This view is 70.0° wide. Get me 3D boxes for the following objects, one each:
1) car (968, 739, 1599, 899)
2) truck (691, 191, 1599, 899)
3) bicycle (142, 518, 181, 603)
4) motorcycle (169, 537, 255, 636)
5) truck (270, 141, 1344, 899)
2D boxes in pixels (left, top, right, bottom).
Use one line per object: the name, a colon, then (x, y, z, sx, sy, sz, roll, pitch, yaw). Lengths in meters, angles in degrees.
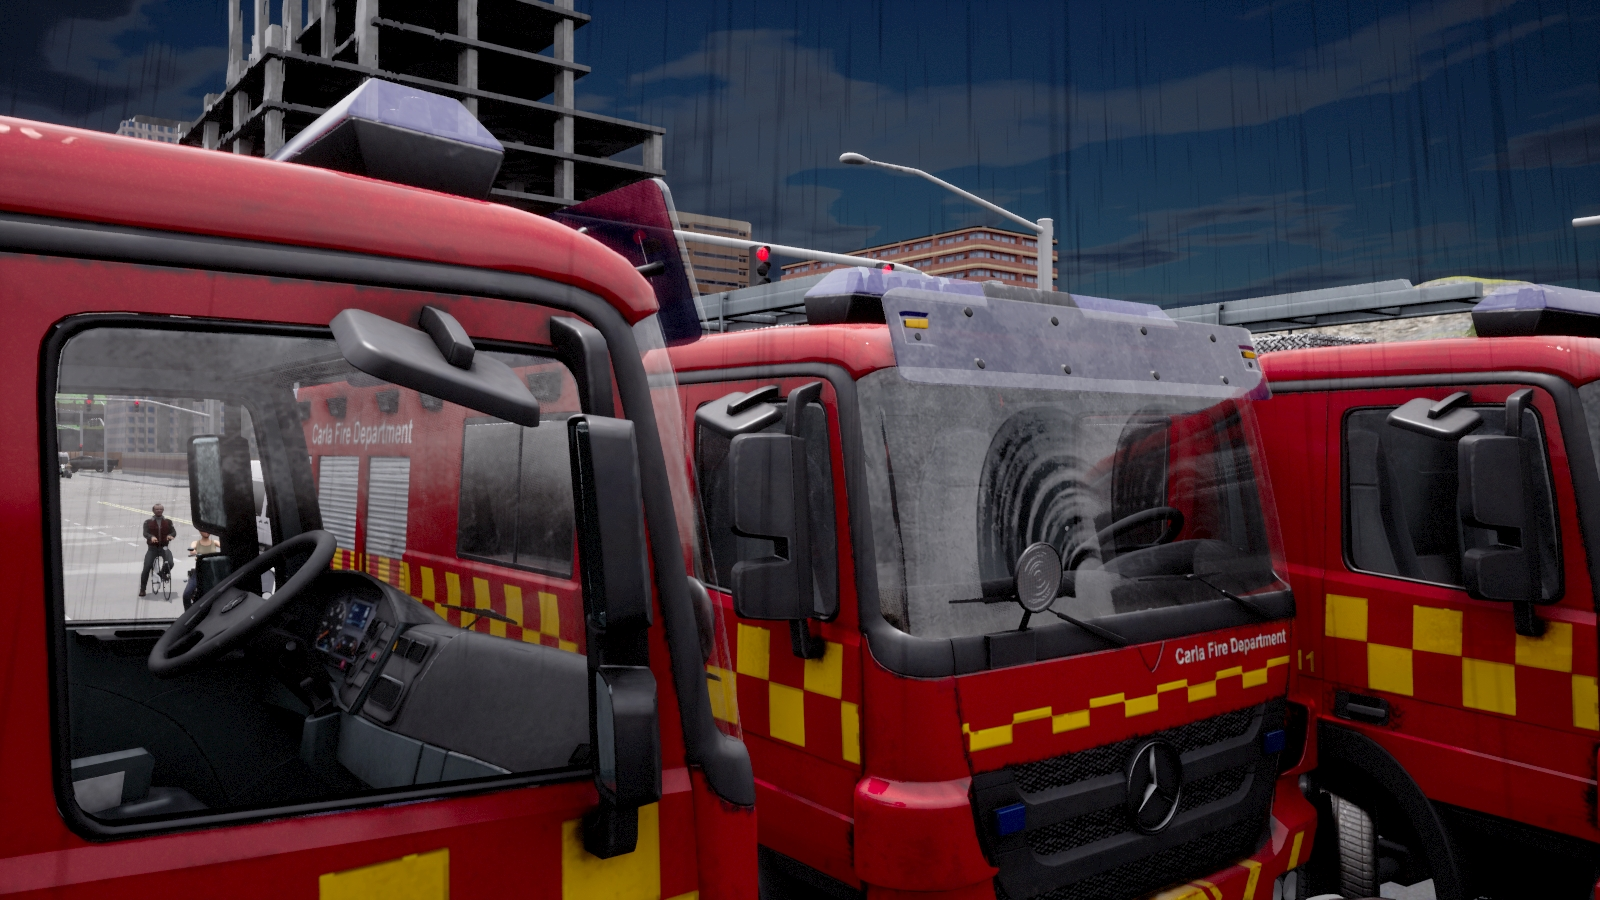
car: (2.437, 2.065, 3.109, 1.970, 1.475, 3.806, 0, 0, -30)
truck: (2.348, 0.890, 8.605, 2.891, 3.827, 8.468, 0, 0, -31)
bicycle: (-12.095, 2.060, 21.614, 0.329, 1.471, 1.835, 0, 0, -39)
motorcycle: (-9.533, 2.155, 18.464, 0.764, 1.307, 2.356, 0, 0, -39)
truck: (-1.099, 0.890, 8.003, 2.891, 3.827, 8.468, 0, 0, -38)
